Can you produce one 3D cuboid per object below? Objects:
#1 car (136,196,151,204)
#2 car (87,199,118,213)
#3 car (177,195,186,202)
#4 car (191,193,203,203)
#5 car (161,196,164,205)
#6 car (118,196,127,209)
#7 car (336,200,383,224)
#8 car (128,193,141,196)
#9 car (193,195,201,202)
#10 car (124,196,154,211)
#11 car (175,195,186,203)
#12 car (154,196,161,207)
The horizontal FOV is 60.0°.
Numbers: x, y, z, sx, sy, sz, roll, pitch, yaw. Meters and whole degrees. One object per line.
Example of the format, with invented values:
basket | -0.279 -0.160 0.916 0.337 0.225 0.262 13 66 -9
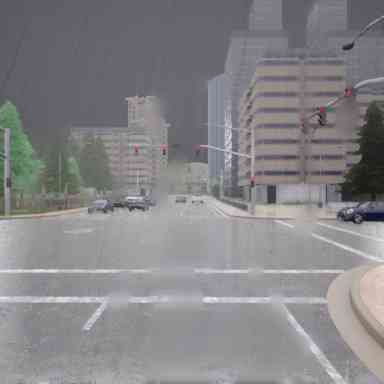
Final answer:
car | -9.511 1.491 65.686 2.128 1.511 4.902 0 0 1
car | -9.847 1.526 36.394 1.812 1.442 4.674 0 0 1
car | -2.361 1.478 77.288 1.882 1.535 5.008 0 0 1
car | 1.037 1.221 66.915 2.150 2.045 5.566 0 0 1
car | -6.105 1.477 59.936 1.882 1.535 5.008 0 0 0
car | -9.773 1.601 45.494 1.895 1.301 4.718 0 0 1
car | 12.948 1.352 24.066 4.553 1.767 2.097 0 0 1
car | -9.660 1.221 55.454 2.150 2.045 5.566 0 0 1
car | 1.132 1.521 76.600 1.812 1.442 4.674 0 0 1
car | -6.325 1.547 40.272 2.033 1.411 5.357 0 0 1
car | -2.349 1.564 68.332 1.994 1.385 4.181 0 0 1
car | -6.231 1.564 49.479 1.994 1.385 4.181 0 0 0
